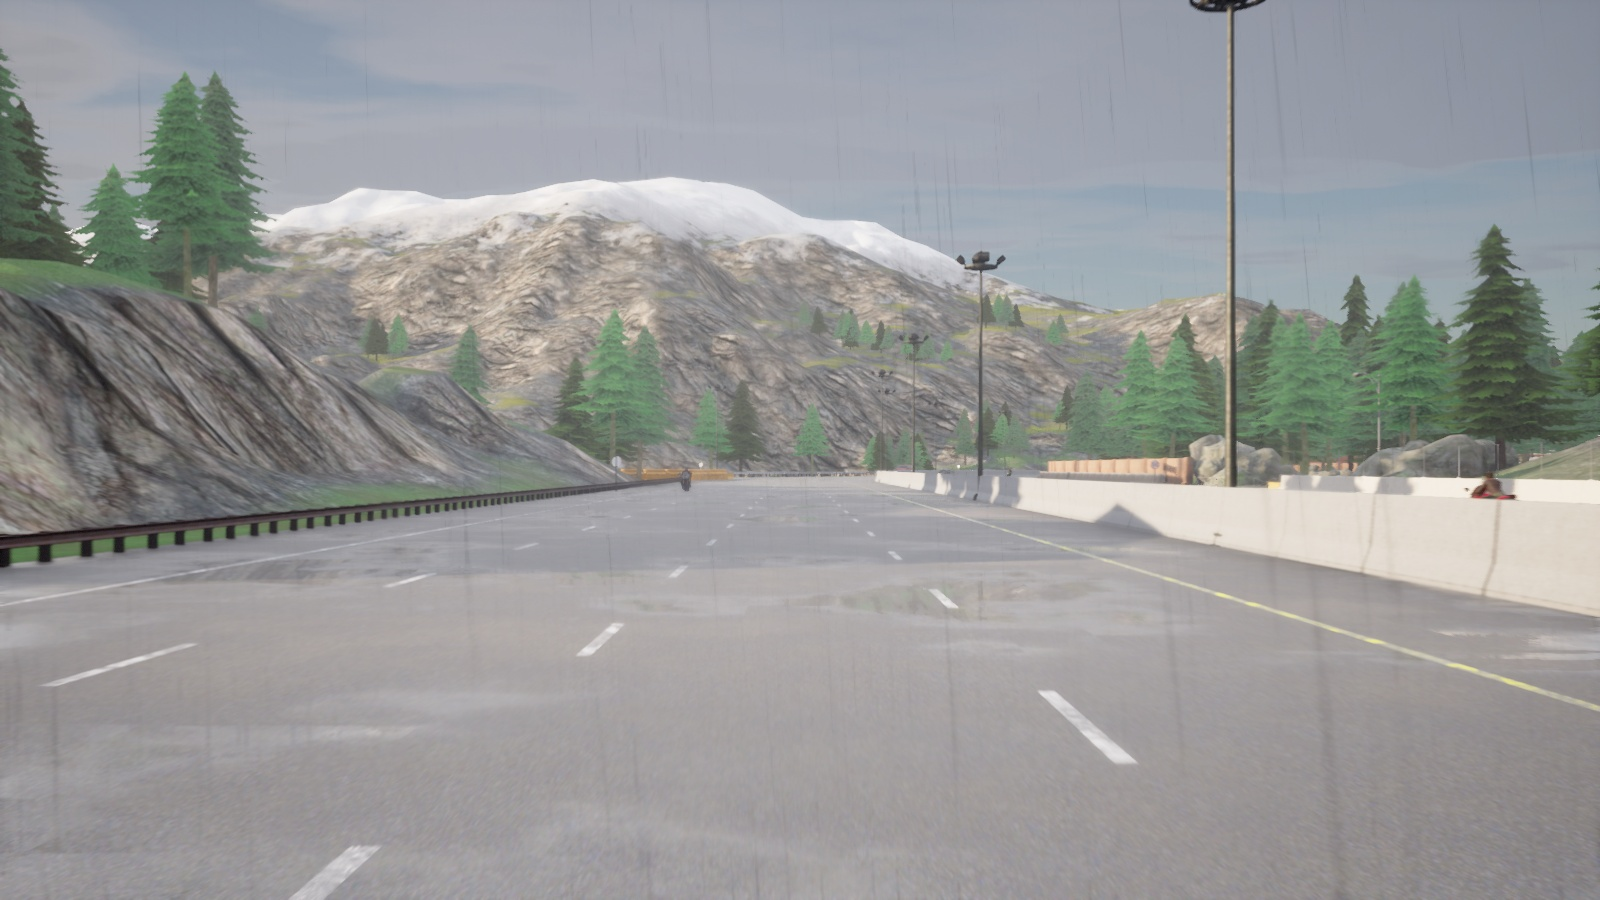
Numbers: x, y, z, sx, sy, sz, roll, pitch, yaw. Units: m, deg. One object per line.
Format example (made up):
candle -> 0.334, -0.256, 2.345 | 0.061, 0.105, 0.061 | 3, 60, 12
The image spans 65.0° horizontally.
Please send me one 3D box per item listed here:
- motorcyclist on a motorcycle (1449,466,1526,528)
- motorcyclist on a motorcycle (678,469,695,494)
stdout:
motorcyclist on a motorcycle -> 17.425, 1.163, 31.881 | 0.797, 1.523, 2.044 | 0, -1, 0
motorcyclist on a motorcycle -> -7.188, 1.974, 79.615 | 0.866, 1.530, 2.191 | 0, -1, 0
